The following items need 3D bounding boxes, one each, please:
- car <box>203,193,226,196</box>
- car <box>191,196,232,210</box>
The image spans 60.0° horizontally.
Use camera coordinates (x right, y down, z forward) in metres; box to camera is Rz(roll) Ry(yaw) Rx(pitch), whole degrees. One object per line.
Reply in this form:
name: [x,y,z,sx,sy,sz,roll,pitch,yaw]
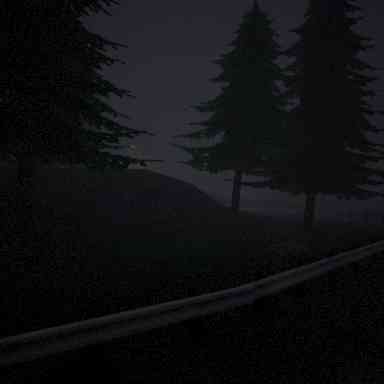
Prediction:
car: [4.064,1.182,51.064,5.566,2.045,2.150,0,0,34]
car: [2.768,1.565,47.711,4.718,1.301,1.895,0,0,34]
